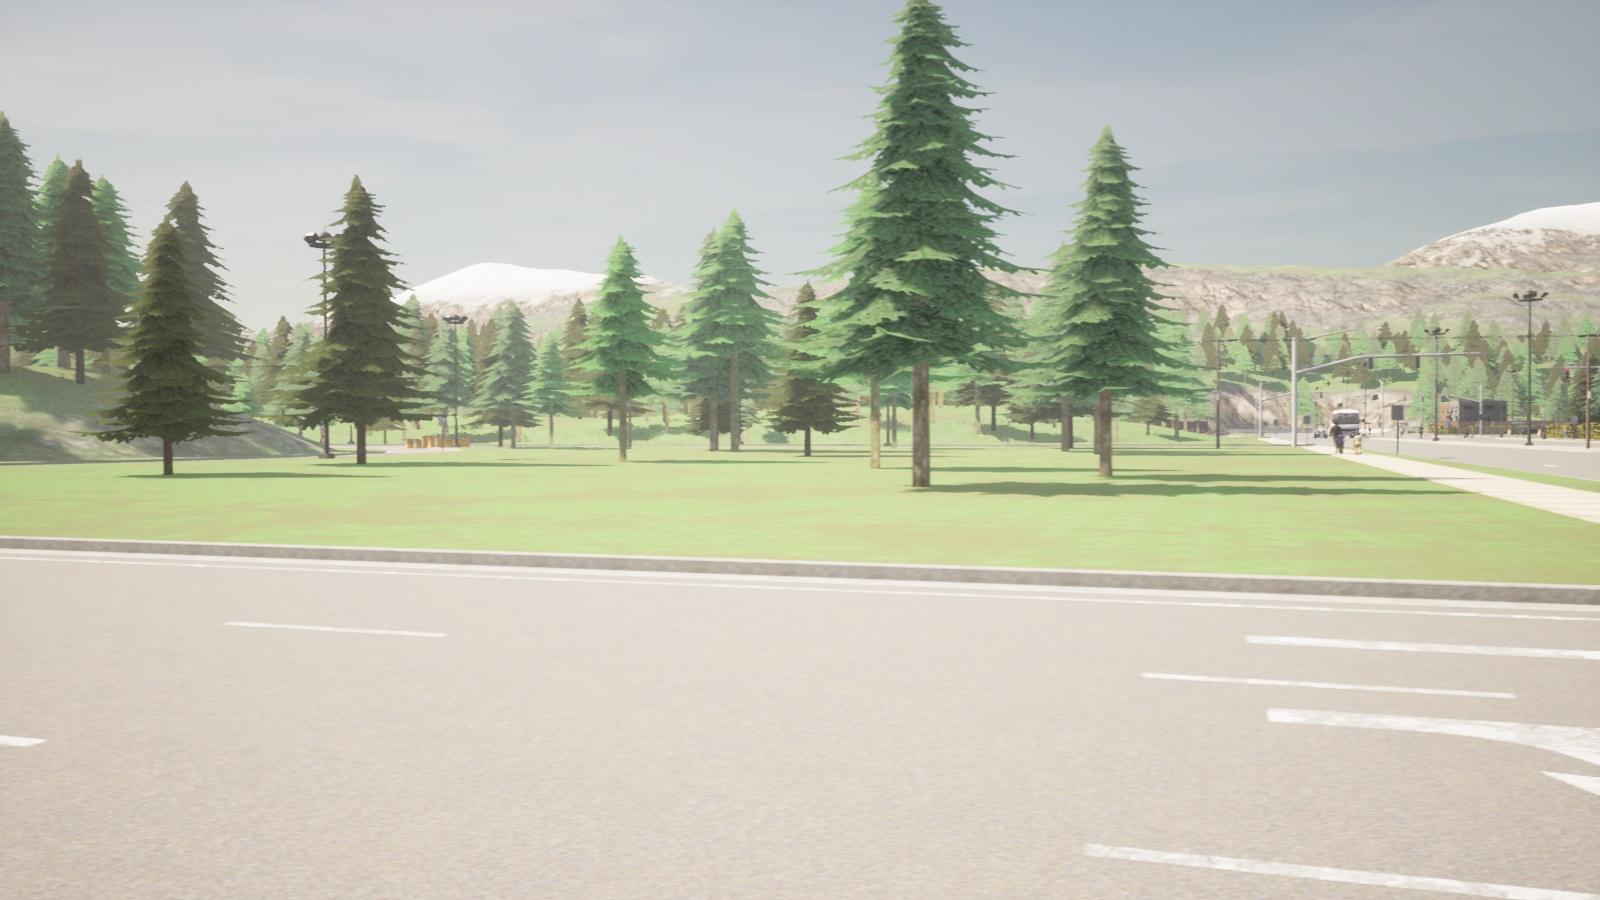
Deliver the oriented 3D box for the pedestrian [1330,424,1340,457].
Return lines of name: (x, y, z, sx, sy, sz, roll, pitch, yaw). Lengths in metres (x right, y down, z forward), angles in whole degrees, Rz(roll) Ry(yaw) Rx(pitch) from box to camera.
pedestrian: (29.733, -0.540, 69.770, 0.431, 1.840, 0.703, 1, 1, 20)
